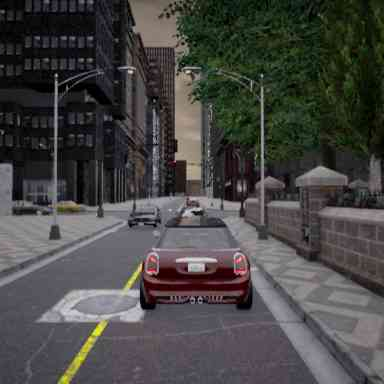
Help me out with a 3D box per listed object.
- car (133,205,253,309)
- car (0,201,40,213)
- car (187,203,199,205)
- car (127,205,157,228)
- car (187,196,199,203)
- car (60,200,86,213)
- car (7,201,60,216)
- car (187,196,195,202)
[{"bbox_3d":[0.071,1.353,8.011,2.097,1.767,4.553,0,0,0],"label":"car"},{"bbox_3d":[-20.245,1.692,38.581,4.403,1.369,2.008,0,-1,0],"label":"car"},{"bbox_3d":[0.035,1.534,18.138,1.812,1.442,4.674,0,0,0],"label":"car"},{"bbox_3d":[-3.077,1.577,22.740,2.033,1.411,5.357,0,0,0],"label":"car"},{"bbox_3d":[0.073,1.595,52.211,1.812,1.442,4.674,0,0,-2],"label":"car"},{"bbox_3d":[-14.902,1.659,38.570,4.829,1.417,1.752,0,-1,0],"label":"car"},{"bbox_3d":[-14.741,1.505,30.046,4.403,1.369,2.008,0,-1,0],"label":"car"},{"bbox_3d":[-0.290,1.733,84.185,1.994,1.385,4.181,0,0,0],"label":"car"}]
